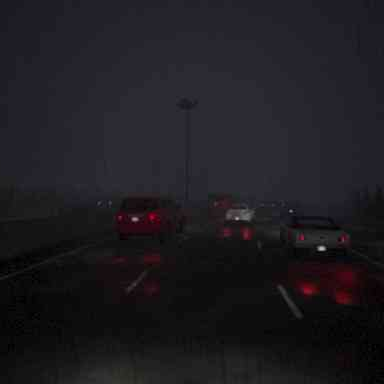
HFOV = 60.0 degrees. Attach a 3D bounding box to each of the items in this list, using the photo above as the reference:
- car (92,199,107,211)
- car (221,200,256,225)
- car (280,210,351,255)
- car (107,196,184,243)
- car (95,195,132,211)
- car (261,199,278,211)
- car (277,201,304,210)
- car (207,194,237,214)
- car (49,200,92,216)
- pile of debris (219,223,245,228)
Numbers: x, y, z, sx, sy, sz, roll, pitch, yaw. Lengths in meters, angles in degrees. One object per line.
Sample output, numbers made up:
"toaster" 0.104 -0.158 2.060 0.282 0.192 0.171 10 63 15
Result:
"car" -6.330 1.541 28.546 1.994 1.385 4.181 0 0 17
"car" 3.612 1.543 24.470 1.812 1.442 4.674 0 0 15
"car" 4.729 1.622 13.455 1.895 1.301 4.718 0 0 9
"car" -1.877 1.215 16.303 2.150 2.045 5.566 0 0 10
"car" -9.506 1.317 40.679 2.097 1.767 4.553 0 0 23
"car" 9.860 1.593 41.175 2.033 1.411 5.357 0 0 24
"car" 9.133 1.605 30.189 1.994 1.385 4.181 0 0 20
"car" 3.270 1.239 34.533 2.150 2.045 5.566 0 0 21
"car" -10.031 1.453 28.304 2.128 1.511 4.902 0 0 16
"pile of debris" 2.669 2.189 21.914 1.500 0.140 1.860 0 0 14
